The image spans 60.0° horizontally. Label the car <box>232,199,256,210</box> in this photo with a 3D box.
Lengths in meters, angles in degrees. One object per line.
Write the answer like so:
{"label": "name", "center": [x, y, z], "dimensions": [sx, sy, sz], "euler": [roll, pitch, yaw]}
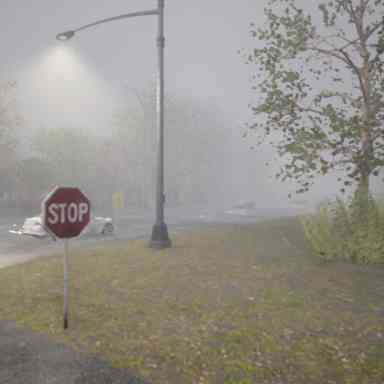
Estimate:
{"label": "car", "center": [7.445, 1.760, 47.397], "dimensions": [1.882, 1.535, 5.008], "euler": [0, 1, 36]}

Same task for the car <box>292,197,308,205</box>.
{"label": "car", "center": [21.885, 1.839, 67.277], "dimensions": [1.882, 1.535, 5.008], "euler": [0, 0, 36]}

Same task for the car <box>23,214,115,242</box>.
{"label": "car", "center": [-6.067, 1.585, 16.880], "dimensions": [1.812, 1.442, 4.674], "euler": [0, 0, 36]}
